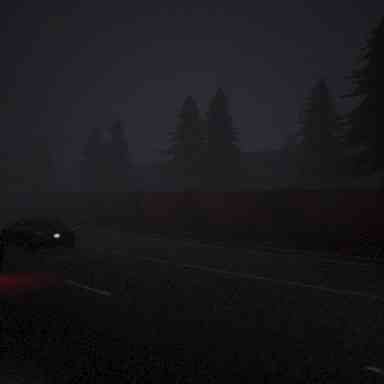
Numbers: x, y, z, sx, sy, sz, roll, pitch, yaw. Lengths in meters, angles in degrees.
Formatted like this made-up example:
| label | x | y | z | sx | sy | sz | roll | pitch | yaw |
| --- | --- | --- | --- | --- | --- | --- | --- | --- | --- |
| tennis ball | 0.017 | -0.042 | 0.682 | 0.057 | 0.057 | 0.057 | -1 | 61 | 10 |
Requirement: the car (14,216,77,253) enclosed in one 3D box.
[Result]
| label | x | y | z | sx | sy | sz | roll | pitch | yaw |
| --- | --- | --- | --- | --- | --- | --- | --- | --- | --- |
| car | -6.854 | 1.748 | 14.743 | 4.181 | 1.385 | 1.994 | -1 | -1 | 44 |

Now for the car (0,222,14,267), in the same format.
| label | x | y | z | sx | sy | sz | roll | pitch | yaw |
| --- | --- | --- | --- | --- | --- | --- | --- | --- | --- |
| car | -7.703 | 1.618 | 10.654 | 5.008 | 1.535 | 1.882 | -1 | -1 | 43 |
